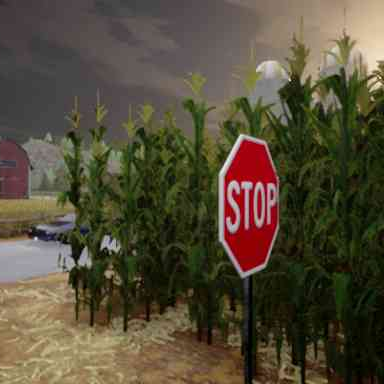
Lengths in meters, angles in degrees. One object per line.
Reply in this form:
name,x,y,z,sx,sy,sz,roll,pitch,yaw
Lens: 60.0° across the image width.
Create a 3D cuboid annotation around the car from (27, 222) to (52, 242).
car,-5.410,1.711,16.986,2.033,1.411,5.357,0,0,35
